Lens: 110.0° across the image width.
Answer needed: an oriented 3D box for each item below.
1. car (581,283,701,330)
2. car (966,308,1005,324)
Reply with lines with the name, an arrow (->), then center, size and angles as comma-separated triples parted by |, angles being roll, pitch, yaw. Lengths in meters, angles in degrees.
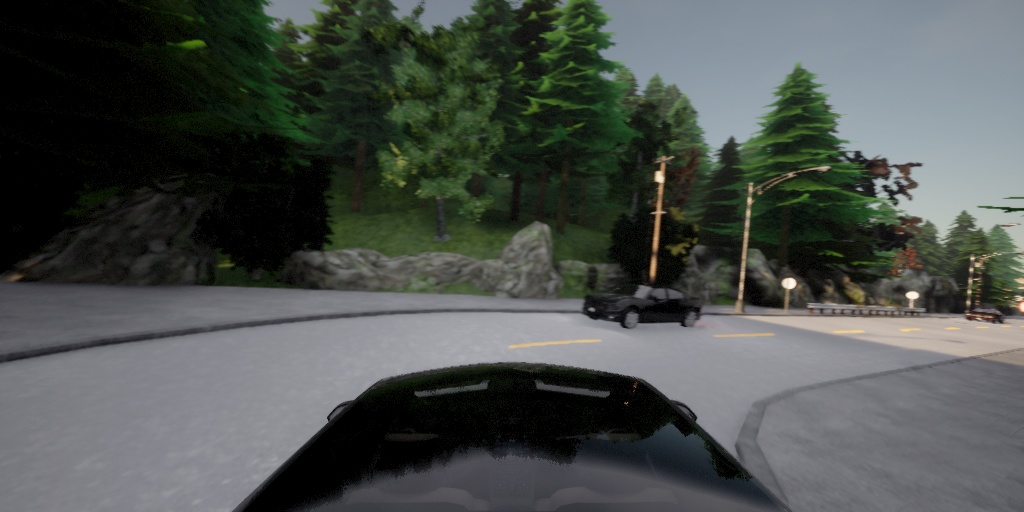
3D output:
car -> 4.863, 1.735, 13.252 | 5.008, 1.535, 1.882 | 6, 0, -29
car -> 49.241, 6.142, 37.211 | 5.357, 1.411, 2.033 | 6, 0, -28
